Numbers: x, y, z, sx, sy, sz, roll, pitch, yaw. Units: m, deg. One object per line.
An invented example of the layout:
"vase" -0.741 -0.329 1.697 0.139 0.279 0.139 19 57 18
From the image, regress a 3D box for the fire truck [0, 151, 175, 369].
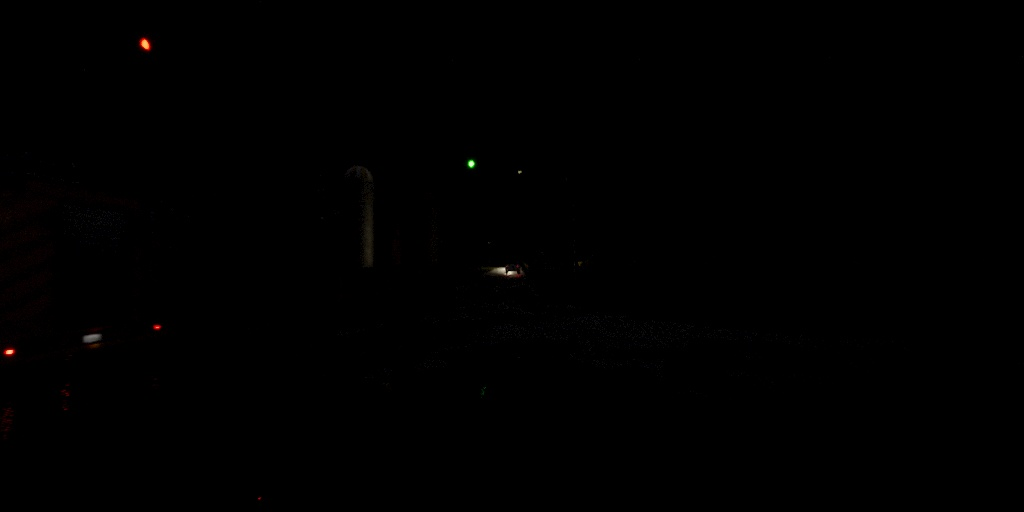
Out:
"fire truck" -11.729 0.209 6.627 8.468 3.827 2.891 0 -2 0

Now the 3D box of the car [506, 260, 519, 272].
"car" 0.123 1.844 65.510 2.150 2.045 5.566 -1 -1 0

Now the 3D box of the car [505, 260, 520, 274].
"car" 0.097 1.703 55.087 2.150 2.045 5.566 -1 -1 0
